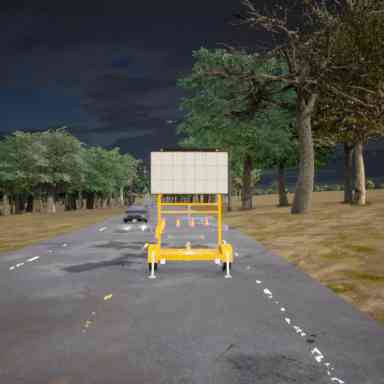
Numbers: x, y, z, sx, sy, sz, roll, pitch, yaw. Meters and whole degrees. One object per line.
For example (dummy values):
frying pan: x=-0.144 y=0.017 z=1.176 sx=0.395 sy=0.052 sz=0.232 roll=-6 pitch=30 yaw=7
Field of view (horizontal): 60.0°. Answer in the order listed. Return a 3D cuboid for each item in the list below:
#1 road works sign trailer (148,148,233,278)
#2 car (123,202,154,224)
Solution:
road works sign trailer: x=-0.082 y=0.481 z=10.183 sx=2.380 sy=3.560 sz=2.880 roll=0 pitch=0 yaw=-2
car: x=-4.395 y=1.761 z=27.214 sx=2.033 sy=1.411 sz=5.357 roll=0 pitch=-1 yaw=-3
